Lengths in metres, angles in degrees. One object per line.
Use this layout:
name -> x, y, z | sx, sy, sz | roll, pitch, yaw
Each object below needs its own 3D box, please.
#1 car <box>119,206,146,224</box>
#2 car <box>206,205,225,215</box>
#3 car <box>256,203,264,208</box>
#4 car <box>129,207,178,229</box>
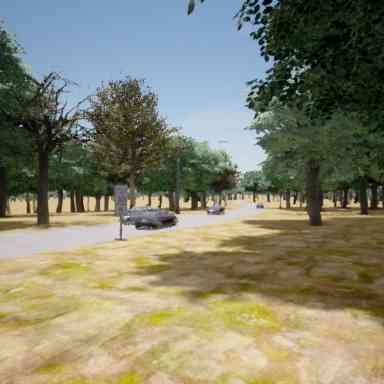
car -> -4.574, 2.058, 29.797 | 2.128, 1.511, 4.902 | 1, -1, 23
car -> 3.643, 2.680, 50.323 | 2.128, 1.511, 4.902 | 1, -1, 20
car -> 18.340, 3.710, 89.534 | 1.994, 1.385, 4.181 | 1, -1, 13
car -> -2.723, 2.107, 26.227 | 1.994, 1.385, 4.181 | 1, -1, 24
